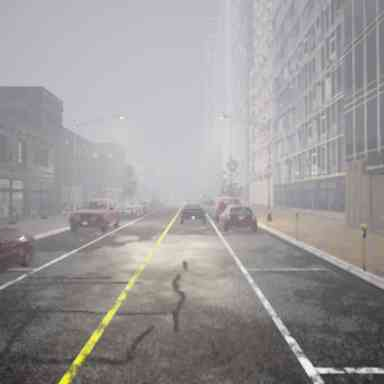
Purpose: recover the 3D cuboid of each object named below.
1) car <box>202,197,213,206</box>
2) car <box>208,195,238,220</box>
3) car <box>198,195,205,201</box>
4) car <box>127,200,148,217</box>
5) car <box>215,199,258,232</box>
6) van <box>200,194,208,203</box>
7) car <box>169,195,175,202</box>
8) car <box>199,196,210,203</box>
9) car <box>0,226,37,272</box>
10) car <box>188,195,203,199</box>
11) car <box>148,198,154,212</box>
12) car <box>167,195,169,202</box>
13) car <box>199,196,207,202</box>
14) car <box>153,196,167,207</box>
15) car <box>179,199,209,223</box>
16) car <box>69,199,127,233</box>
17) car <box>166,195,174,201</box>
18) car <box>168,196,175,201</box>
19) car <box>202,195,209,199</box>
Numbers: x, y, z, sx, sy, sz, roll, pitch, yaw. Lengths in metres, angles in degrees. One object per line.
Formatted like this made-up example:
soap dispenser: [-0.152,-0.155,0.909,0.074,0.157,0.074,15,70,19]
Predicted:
car: [2.685,1.674,59.628,1.802,1.307,4.206,1,0,0]
car: [2.696,1.353,25.764,2.192,1.841,5.009,1,0,0]
car: [2.640,1.591,93.492,1.967,1.590,4.097,1,0,0]
car: [-5.689,1.598,31.461,2.008,1.369,4.403,1,0,0]
car: [2.696,1.470,20.120,1.967,1.590,4.097,1,0,0]
van: [2.650,1.462,76.560,1.690,1.788,3.998,1,0,0]
car: [-5.704,1.687,76.612,1.947,1.339,4.313,1,0,0]
car: [2.662,1.662,70.916,2.008,1.369,4.403,1,0,0]
car: [-5.683,1.596,8.885,1.802,1.307,4.206,1,0,0]
car: [0.085,1.562,46.706,2.128,1.511,4.902,0,0,0]
car: [-5.691,1.600,37.104,1.887,1.381,4.507,1,0,0]
car: [-5.698,1.659,59.680,1.947,1.339,4.313,1,0,0]
car: [2.642,1.696,82.204,1.947,1.339,4.313,1,0,0]
car: [-5.694,1.524,54.037,1.967,1.590,4.097,1,0,0]
car: [0.091,1.542,25.579,1.837,1.490,4.892,0,0,0]
car: [-5.681,1.345,20.173,2.192,1.841,5.009,1,0,0]
car: [-5.707,1.666,87.731,1.752,1.417,4.829,1,0,0]
car: [-5.709,1.733,93.545,1.802,1.307,4.206,1,0,0]
car: [2.684,1.649,53.983,1.947,1.339,4.313,1,0,0]
